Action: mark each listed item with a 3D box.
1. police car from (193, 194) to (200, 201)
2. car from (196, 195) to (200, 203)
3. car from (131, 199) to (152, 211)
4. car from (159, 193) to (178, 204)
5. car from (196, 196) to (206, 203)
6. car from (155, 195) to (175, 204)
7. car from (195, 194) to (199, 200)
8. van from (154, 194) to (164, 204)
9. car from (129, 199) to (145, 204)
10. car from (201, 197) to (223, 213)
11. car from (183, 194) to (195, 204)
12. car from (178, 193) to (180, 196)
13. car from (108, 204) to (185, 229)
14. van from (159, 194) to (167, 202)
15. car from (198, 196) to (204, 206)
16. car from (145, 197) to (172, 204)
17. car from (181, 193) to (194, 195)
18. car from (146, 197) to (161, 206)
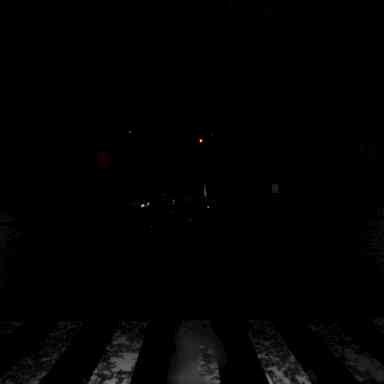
[{"bbox_3d":[1.246,1.463,90.590,1.930,1.638,5.238,0,0,-1],"label":"police car"},{"bbox_3d":[2.167,1.562,52.744,2.008,1.369,4.403,0,0,-1],"label":"car"},{"bbox_3d":[-6.200,1.557,41.289,2.008,1.369,4.403,0,0,-1],"label":"car"},{"bbox_3d":[-3.684,1.363,52.663,2.097,1.767,4.553,0,0,-1],"label":"car"},{"bbox_3d":[1.882,1.589,73.193,1.947,1.339,4.313,0,0,-1],"label":"car"},{"bbox_3d":[-3.563,1.485,43.513,1.882,1.535,5.008,0,0,-1],"label":"car"},{"bbox_3d":[2.029,1.567,62.615,2.008,1.369,4.403,0,0,-1],"label":"car"},{"bbox_3d":[-6.553,1.360,66.685,1.690,1.788,3.998,0,0,-1],"label":"van"},{"bbox_3d":[-6.131,1.556,36.297,2.008,1.369,4.403,0,0,-1],"label":"car"},{"bbox_3d":[2.393,1.556,36.412,2.008,1.369,4.403,0,0,-1],"label":"car"},{"bbox_3d":[-0.675,1.619,65.676,1.895,1.301,4.718,0,0,-1],"label":"car"},{"bbox_3d":[-3.791,1.508,62.442,2.128,1.511,4.902,0,0,0],"label":"car"},{"bbox_3d":[-2.787,1.603,20.873,4.718,1.301,1.895,0,0,-1],"label":"car"},{"bbox_3d":[-6.704,1.368,77.511,1.690,1.788,3.998,0,0,-1],"label":"van"},{"bbox_3d":[2.242,1.553,47.300,1.887,1.381,4.507,0,0,-1],"label":"car"},{"bbox_3d":[-3.449,1.568,34.700,1.994,1.385,4.181,0,0,-2],"label":"car"},{"bbox_3d":[-0.908,1.549,75.604,2.128,1.511,4.902,0,0,-1],"label":"car"},{"bbox_3d":[-6.403,1.579,55.859,1.947,1.339,4.313,0,0,-1],"label":"car"}]
